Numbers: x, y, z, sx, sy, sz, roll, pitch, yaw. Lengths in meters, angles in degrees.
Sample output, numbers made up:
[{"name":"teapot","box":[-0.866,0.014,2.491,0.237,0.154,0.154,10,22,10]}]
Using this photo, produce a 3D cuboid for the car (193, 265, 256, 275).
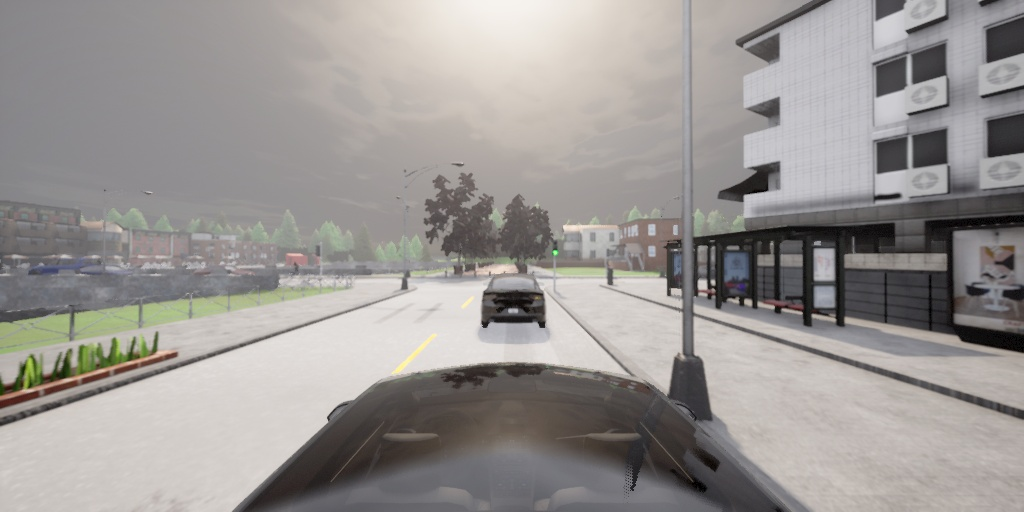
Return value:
[{"name":"car","box":[-24.288,1.511,30.385,4.674,1.442,1.812,0,0,0]}]

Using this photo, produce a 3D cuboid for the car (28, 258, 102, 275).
[{"name":"car","box":[-42.648,1.241,34.465,5.566,2.045,2.150,0,0,0]}]

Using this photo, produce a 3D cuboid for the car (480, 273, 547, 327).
[{"name":"car","box":[0.057,1.312,11.977,1.882,1.535,5.008,0,0,1]}]

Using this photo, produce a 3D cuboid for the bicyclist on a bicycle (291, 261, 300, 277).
[{"name":"bicyclist on a bicycle","box":[-23.419,1.403,38.766,0.582,1.620,1.656,0,0,0]}]

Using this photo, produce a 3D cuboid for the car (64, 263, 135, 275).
[{"name":"car","box":[-34.252,1.512,30.377,4.674,1.442,1.812,0,0,0]}]

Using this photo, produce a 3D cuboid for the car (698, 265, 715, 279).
[{"name":"car","box":[18.458,1.585,34.576,4.181,1.385,1.994,0,0,0]}]
